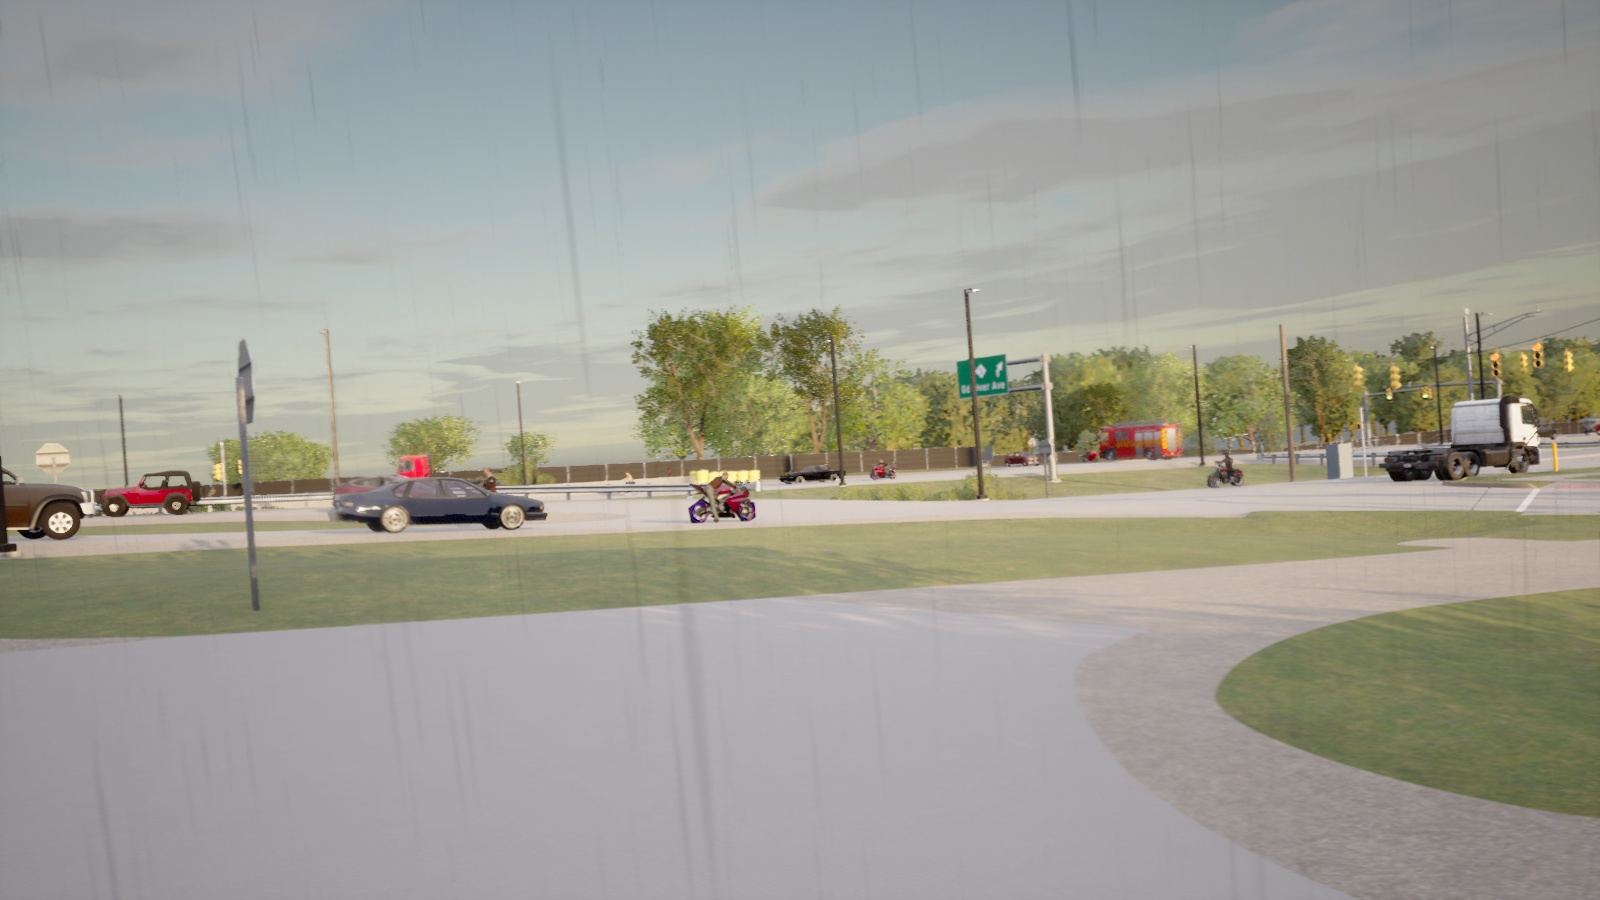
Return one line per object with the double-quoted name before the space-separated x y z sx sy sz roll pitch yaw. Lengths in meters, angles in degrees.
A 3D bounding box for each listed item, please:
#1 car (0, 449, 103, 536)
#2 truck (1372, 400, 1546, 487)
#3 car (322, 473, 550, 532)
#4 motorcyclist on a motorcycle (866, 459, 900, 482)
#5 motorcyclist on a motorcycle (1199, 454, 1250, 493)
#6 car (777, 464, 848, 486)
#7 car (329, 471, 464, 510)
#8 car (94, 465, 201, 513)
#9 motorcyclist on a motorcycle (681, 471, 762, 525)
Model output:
"car" -17.996 0.935 27.243 1.932 1.855 4.605 -2 -3 41
"truck" 28.400 -0.302 53.988 7.936 3.462 2.891 -2 -1 -32
"car" -9.410 1.343 32.633 5.357 1.411 2.033 1 -3 -31
"motorcyclist on a motorcycle" 5.908 1.476 89.256 2.191 1.530 0.866 -2 -1 -32
"motorcyclist on a motorcycle" 19.026 1.057 56.281 2.350 1.649 0.766 -2 -1 -33
"car" 0.897 1.797 90.278 4.718 1.301 1.895 -2 -1 -32
"car" -16.450 1.636 51.347 4.792 1.488 2.163 -1 0 1
"car" -27.461 1.638 52.971 3.866 1.878 1.905 -1 -1 -23
"motorcyclist on a motorcycle" -2.294 1.391 36.867 2.191 1.530 0.866 0 -2 -31
